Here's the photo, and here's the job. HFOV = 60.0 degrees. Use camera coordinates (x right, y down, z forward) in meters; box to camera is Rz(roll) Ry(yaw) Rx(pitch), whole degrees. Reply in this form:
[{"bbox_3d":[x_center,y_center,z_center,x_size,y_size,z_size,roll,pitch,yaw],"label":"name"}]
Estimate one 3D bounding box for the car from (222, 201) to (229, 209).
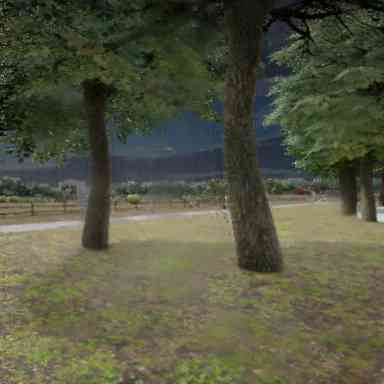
[{"bbox_3d":[6.378,1.807,50.132,2.128,1.511,4.902,-3,-2,36],"label":"car"}]
